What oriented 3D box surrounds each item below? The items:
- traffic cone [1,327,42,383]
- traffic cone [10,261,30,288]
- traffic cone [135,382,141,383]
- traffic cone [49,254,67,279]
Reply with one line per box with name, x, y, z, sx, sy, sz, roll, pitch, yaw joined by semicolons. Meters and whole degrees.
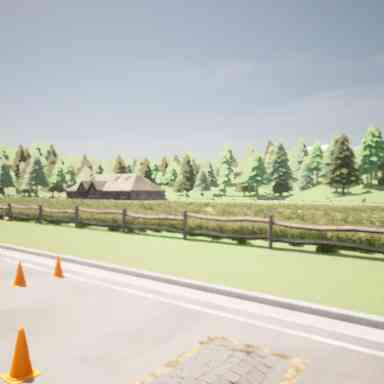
traffic cone;-2.090;1.956;4.073;0.340;0.580;0.340;0;0;36
traffic cone;-4.152;1.955;8.042;0.340;0.580;0.340;0;0;36
traffic cone;-0.472;1.959;2.898;0.340;0.580;0.340;0;0;36
traffic cone;-3.565;1.958;8.851;0.340;0.580;0.340;0;0;36
